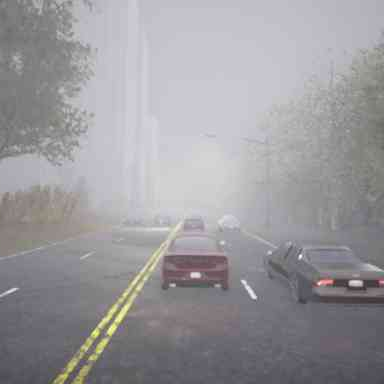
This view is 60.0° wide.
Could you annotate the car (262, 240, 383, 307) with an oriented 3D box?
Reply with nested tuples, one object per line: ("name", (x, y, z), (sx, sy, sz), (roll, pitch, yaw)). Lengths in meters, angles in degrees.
("car", (3.362, 2.062, 9.334), (2.033, 1.411, 5.357), (1, -3, 0))

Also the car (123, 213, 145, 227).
("car", (-6.551, 3.130, 37.825), (1.812, 1.442, 4.674), (1, -2, 0))

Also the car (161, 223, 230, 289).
("car", (0.102, 2.040, 10.911), (1.882, 1.535, 5.008), (1, -2, 0))

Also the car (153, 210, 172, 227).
("car", (-3.298, 3.154, 38.330), (2.128, 1.511, 4.902), (1, -2, 0))

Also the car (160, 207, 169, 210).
("car", (-6.392, 4.291, 79.170), (2.097, 1.767, 4.553), (1, -2, 0))

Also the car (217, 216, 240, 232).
("car", (3.401, 2.942, 31.128), (1.812, 1.442, 4.674), (1, -3, 0))

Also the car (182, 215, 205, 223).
("car", (0.127, 2.812, 30.115), (2.128, 1.511, 4.902), (-1, -4, 0))
